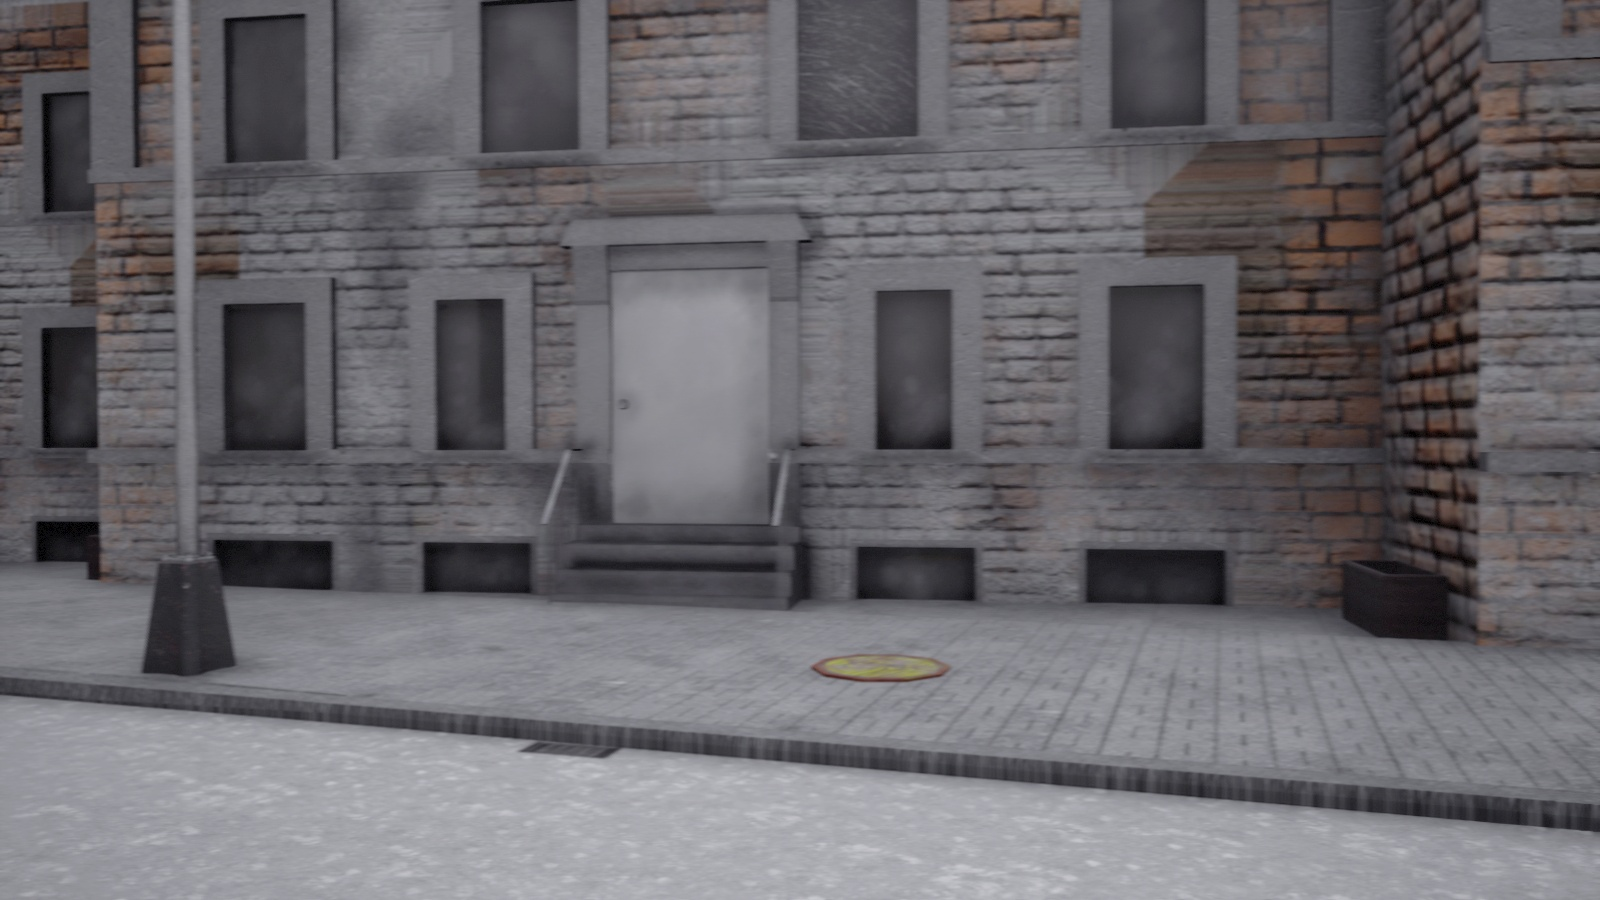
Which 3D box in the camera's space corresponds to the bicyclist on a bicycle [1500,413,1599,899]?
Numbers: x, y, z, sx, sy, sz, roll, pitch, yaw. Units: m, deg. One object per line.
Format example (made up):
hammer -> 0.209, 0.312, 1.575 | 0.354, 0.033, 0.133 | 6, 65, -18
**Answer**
bicyclist on a bicycle -> 2.547, 0.727, 2.868 | 1.509, 1.612, 0.866 | 1, 1, 18
